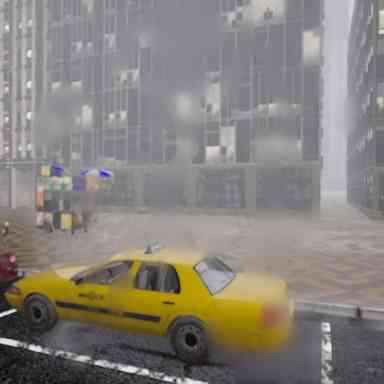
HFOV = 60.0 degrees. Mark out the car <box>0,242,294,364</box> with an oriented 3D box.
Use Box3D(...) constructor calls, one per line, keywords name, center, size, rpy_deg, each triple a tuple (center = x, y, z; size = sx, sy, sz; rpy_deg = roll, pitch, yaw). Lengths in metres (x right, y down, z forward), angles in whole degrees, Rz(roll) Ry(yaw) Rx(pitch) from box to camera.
Box3D(name="car", center=(-0.853, 1.525, 5.516), size=(4.829, 1.417, 1.752), rpy_deg=(0, 0, 21))
